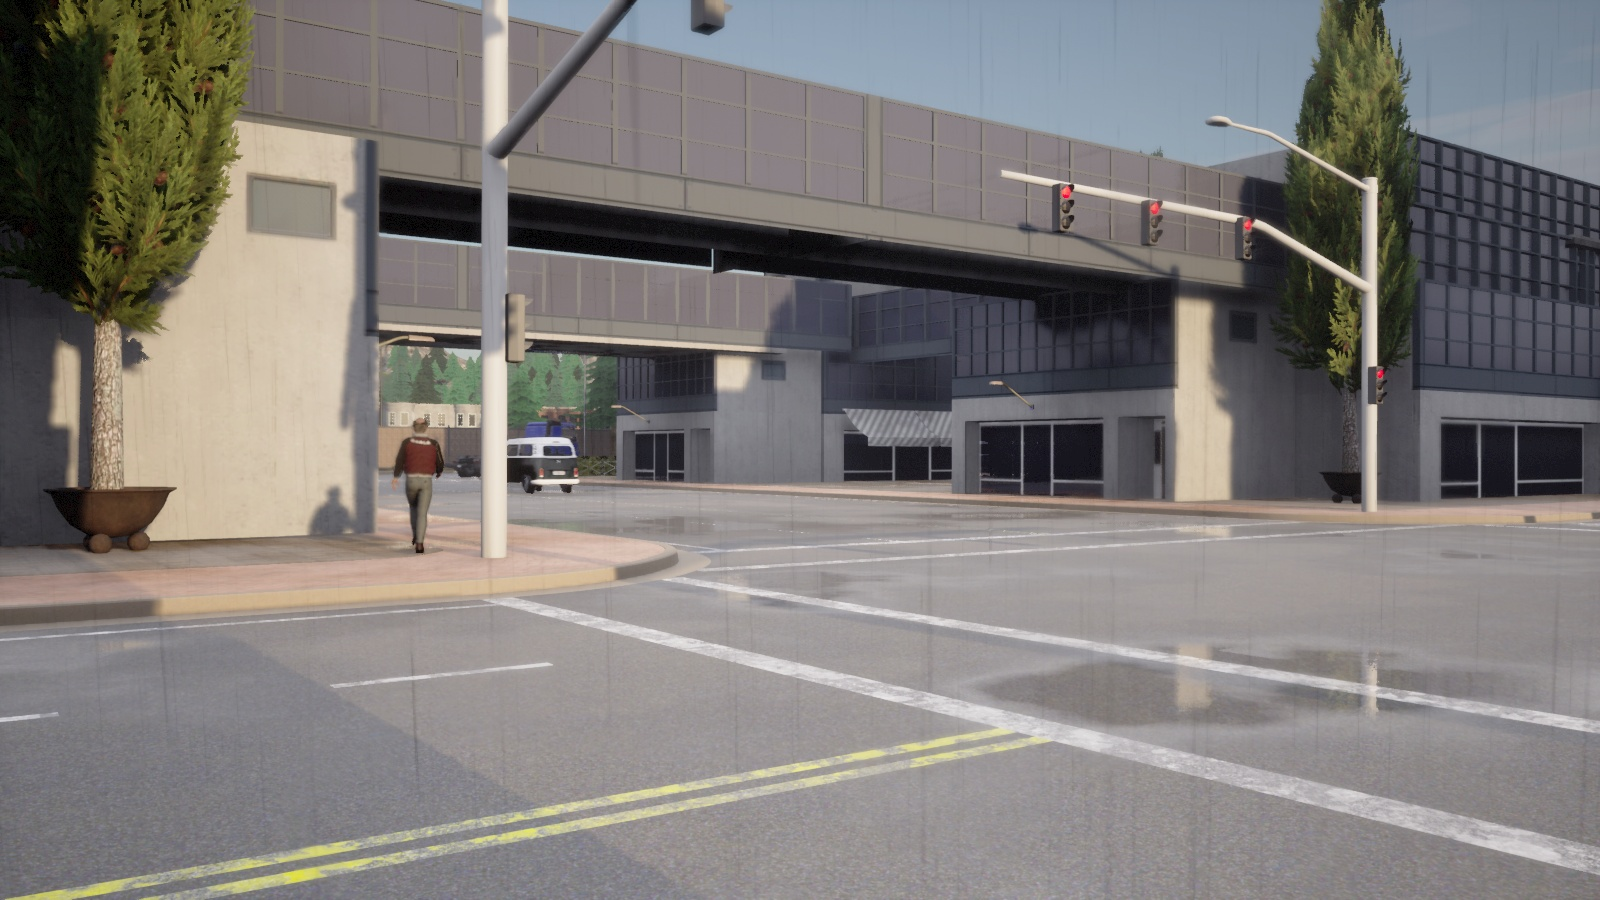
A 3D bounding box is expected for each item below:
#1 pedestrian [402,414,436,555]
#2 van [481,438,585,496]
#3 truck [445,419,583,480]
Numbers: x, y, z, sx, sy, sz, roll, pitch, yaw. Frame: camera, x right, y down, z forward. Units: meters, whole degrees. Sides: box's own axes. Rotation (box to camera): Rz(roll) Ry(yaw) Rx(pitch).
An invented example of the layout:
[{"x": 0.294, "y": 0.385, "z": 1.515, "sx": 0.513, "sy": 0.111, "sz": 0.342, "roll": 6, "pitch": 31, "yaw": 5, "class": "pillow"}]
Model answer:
[{"x": -5.119, "y": 0.456, "z": 16.894, "sx": 0.376, "sy": 1.854, "sz": 0.720, "roll": 0, "pitch": 0, "yaw": -12, "class": "pedestrian"}, {"x": -9.955, "y": 0.604, "z": 46.661, "sx": 2.069, "sy": 2.038, "sz": 4.480, "roll": 0, "pitch": 0, "yaw": -37, "class": "van"}, {"x": -17.081, "y": -0.016, "z": 75.606, "sx": 2.891, "sy": 3.462, "sz": 7.936, "roll": 0, "pitch": 0, "yaw": 41, "class": "truck"}]
